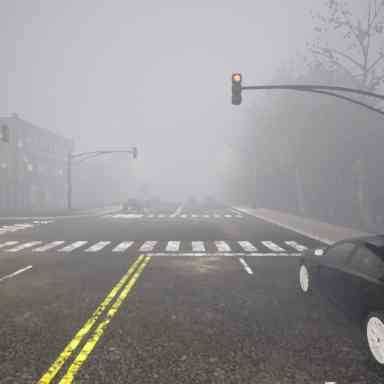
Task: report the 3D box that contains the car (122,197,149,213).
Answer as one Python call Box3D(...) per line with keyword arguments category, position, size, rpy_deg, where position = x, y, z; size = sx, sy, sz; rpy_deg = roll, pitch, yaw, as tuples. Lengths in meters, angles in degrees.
Box3D(category="car", position=(-6.571, 1.481, 37.630), size=(2.128, 1.511, 4.902), rpy_deg=(0, 0, 0))

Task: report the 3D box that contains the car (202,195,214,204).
Box3D(category="car", position=(3.385, 1.478, 65.240), size=(1.837, 1.490, 4.892), rpy_deg=(0, -1, 0))

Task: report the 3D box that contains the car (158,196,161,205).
Box3D(category="car", position=(-6.547, 1.458, 58.297), size=(1.882, 1.535, 5.008), rpy_deg=(0, 0, 1))

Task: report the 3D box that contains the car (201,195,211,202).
Box3D(category="car", position=(3.291, 1.494, 79.192), size=(2.128, 1.511, 4.902), rpy_deg=(0, 0, 0))

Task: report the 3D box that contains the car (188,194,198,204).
Box3D(category="car", position=(0.133, 1.526, 60.989), size=(2.033, 1.411, 5.357), rpy_deg=(0, 0, 0))

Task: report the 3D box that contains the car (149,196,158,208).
Box3D(category="car", position=(-6.562, 1.477, 47.885), size=(2.128, 1.511, 4.902), rpy_deg=(0, 0, 0))

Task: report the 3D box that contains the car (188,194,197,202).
Box3D(category="car", position=(0.043, 1.324, 79.136), size=(2.097, 1.767, 4.553), rpy_deg=(0, 0, 0))

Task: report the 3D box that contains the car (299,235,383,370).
Box3D(category="car", position=(3.345, 1.477, 5.677), size=(1.882, 1.535, 5.008), rpy_deg=(0, 0, 1))
